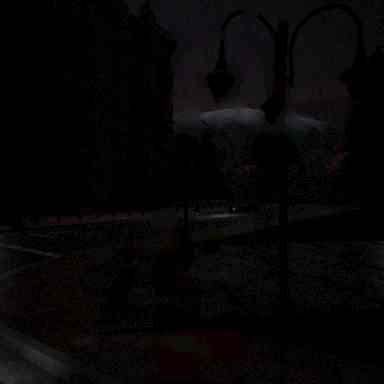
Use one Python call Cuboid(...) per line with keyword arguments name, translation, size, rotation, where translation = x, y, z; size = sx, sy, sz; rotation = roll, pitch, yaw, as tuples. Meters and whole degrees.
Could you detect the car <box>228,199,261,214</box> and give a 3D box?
Cuboid(name="car", translation=(5.637, 1.477, 35.211), size=(2.128, 1.511, 4.902), rotation=(0, 0, 36))
